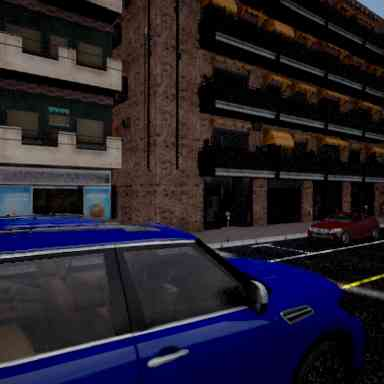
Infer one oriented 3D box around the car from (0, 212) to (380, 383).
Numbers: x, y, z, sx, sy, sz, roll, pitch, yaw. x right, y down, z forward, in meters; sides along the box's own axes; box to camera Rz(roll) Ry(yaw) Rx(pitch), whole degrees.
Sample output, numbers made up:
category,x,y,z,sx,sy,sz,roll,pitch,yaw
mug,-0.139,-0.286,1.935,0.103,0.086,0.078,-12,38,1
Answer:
category,x,y,z,sx,sy,sz,roll,pitch,yaw
car,-0.836,1.224,2.837,5.566,2.045,2.150,0,0,-35
